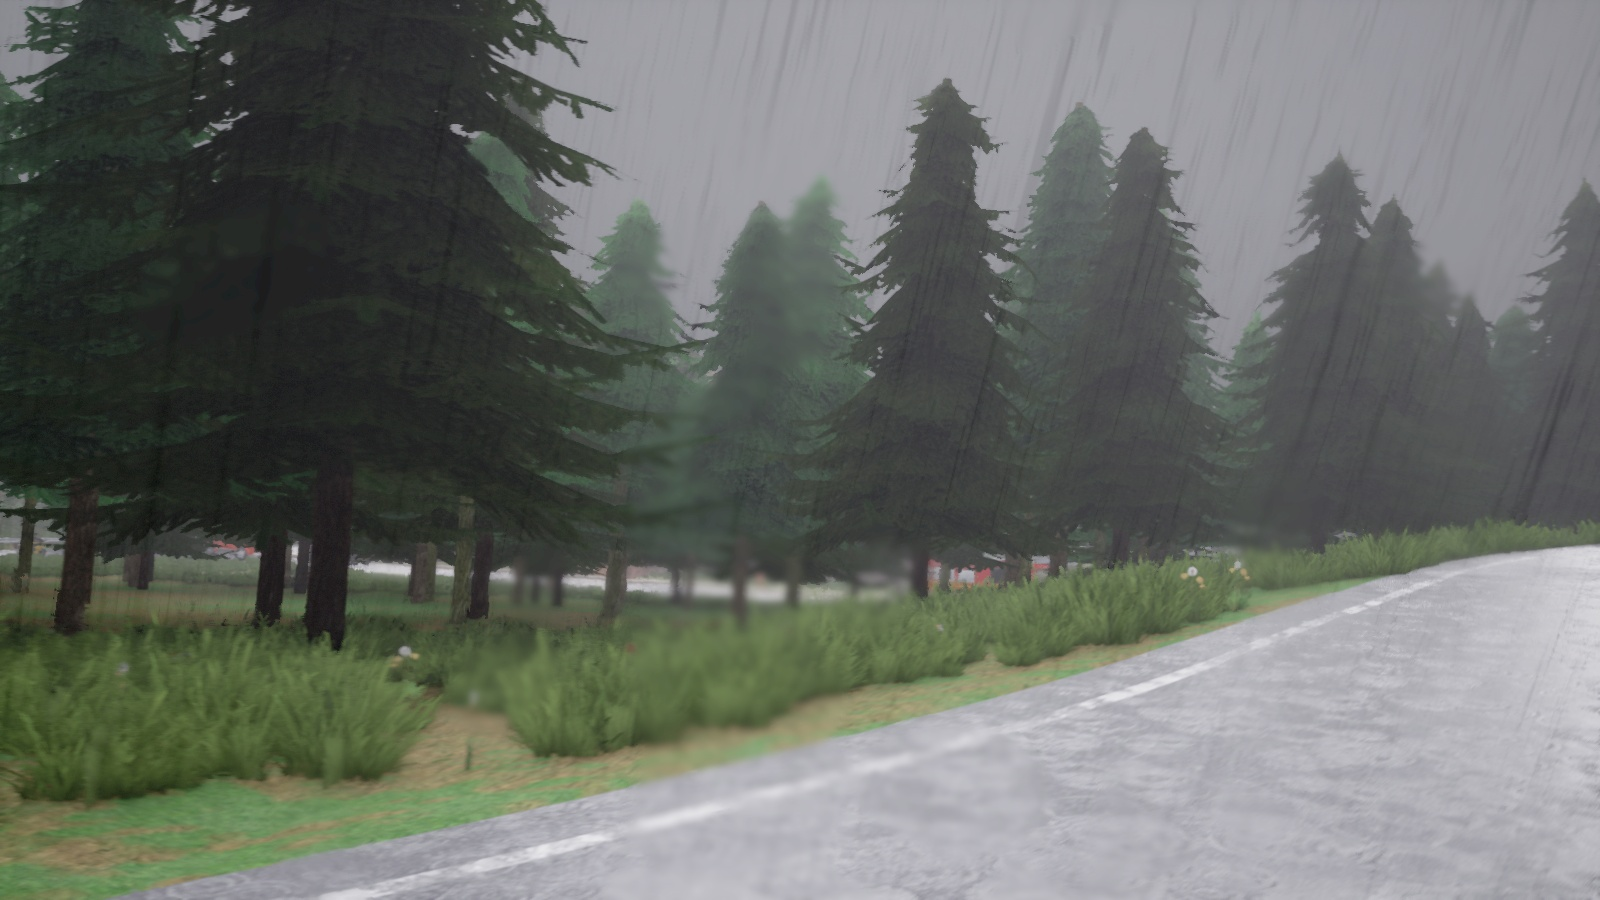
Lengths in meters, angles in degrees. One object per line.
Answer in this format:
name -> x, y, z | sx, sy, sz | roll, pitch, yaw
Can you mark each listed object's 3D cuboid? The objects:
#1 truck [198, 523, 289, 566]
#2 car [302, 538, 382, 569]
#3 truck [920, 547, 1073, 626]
truck -> -36.898, 6.212, 83.283 | 5.204, 2.467, 2.627 | 2, -3, 25
car -> -30.973, 6.999, 85.057 | 4.553, 1.767, 2.097 | 3, -3, 11
truck -> 11.458, 7.889, 73.255 | 8.468, 3.827, 2.891 | 3, -3, 11
